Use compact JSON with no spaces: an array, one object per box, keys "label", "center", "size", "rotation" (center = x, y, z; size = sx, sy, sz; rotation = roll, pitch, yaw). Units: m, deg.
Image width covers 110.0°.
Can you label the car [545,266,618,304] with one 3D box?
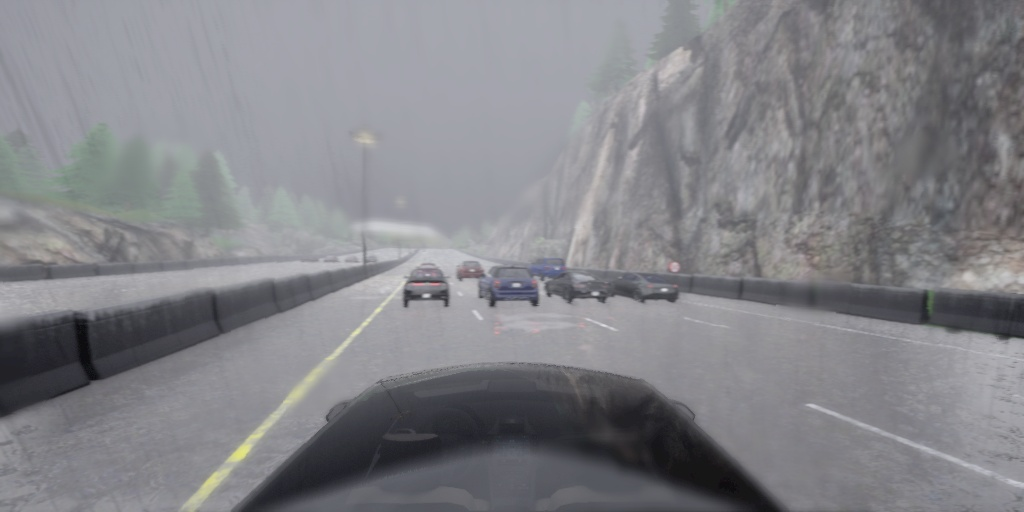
[{"label":"car","center":[3.045,1.432,17.526],"size":[1.812,1.442,4.674],"rotation":[1,0,-13]}]

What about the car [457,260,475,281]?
[{"label":"car","center":[-3.677,1.189,31.059],"size":[2.097,1.767,4.553],"rotation":[1,0,-13]}]

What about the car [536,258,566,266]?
[{"label":"car","center":[3.160,1.156,32.559],"size":[2.150,2.045,5.566],"rotation":[1,0,-13]}]

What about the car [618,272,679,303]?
[{"label":"car","center":[6.468,1.520,18.251],"size":[1.994,1.385,4.181],"rotation":[1,0,-13]}]

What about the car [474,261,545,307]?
[{"label":"car","center":[-0.299,1.205,16.450],"size":[2.097,1.767,4.553],"rotation":[1,-1,-13]}]

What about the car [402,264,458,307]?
[{"label":"car","center":[-3.757,1.299,15.870],"size":[2.128,1.511,4.902],"rotation":[1,0,-13]}]
